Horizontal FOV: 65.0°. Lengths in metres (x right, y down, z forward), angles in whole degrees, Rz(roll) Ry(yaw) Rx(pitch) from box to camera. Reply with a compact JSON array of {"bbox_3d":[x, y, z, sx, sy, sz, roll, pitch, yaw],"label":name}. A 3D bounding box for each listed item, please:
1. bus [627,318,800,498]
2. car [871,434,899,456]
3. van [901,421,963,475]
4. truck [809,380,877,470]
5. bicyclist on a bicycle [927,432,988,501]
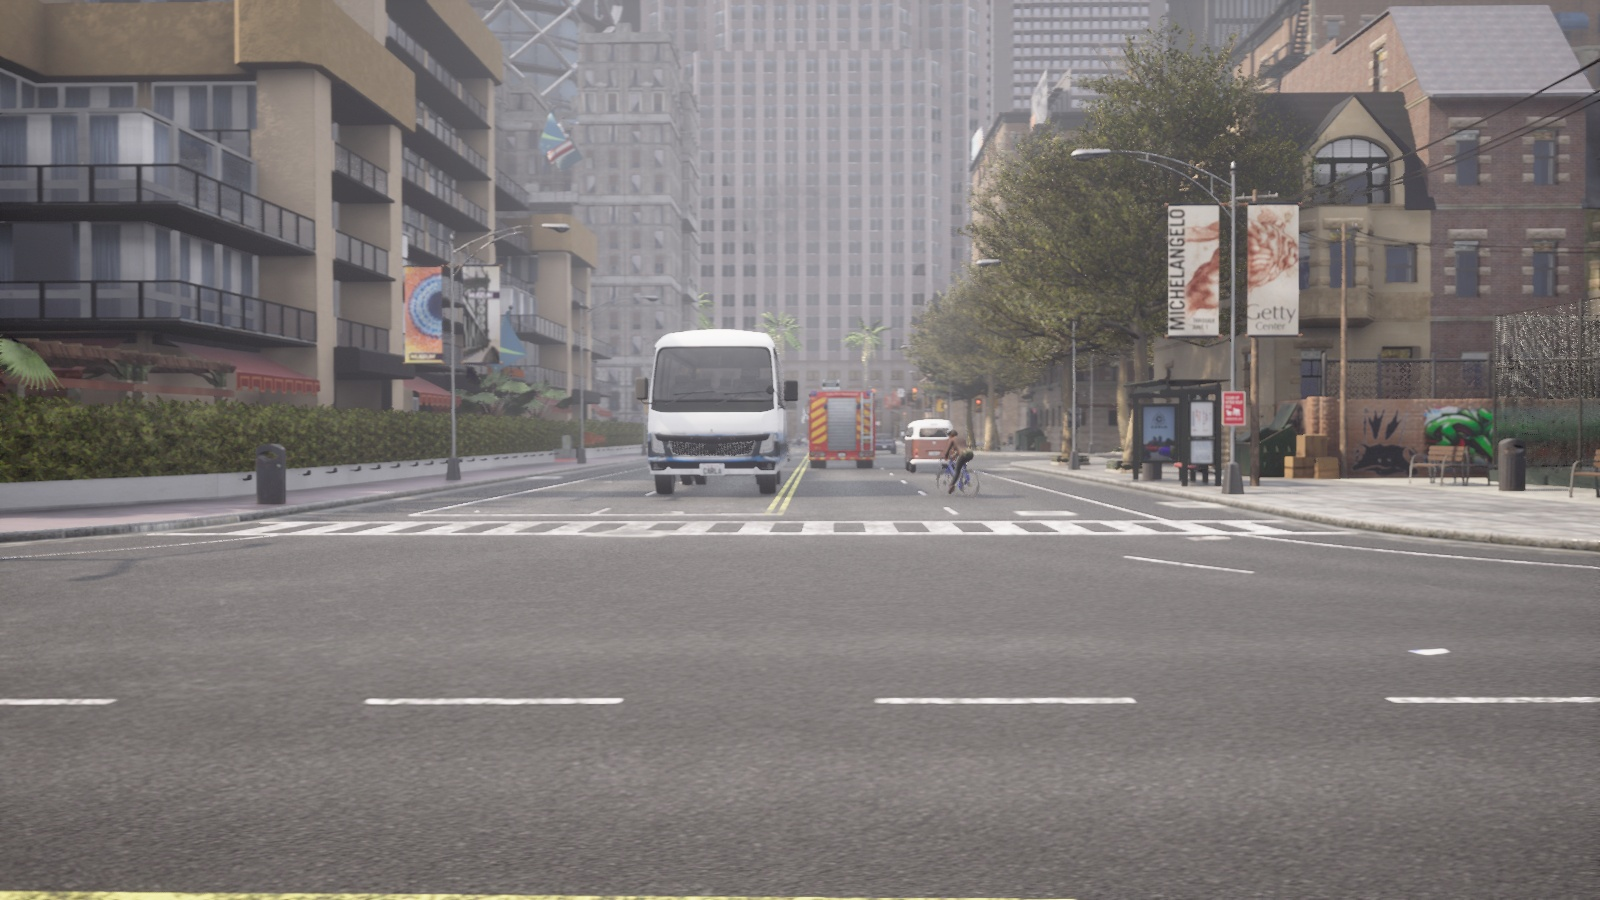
[{"bbox_3d":[-2.071,-1.043,35.028,3.944,4.253,10.273,0,0,1],"label":"bus"},{"bbox_3d":[6.070,-0.381,90.212,1.816,1.474,4.193,0,1,1],"label":"car"},{"bbox_3d":[5.132,-0.110,49.383,2.069,2.038,4.480,0,1,1],"label":"van"},{"bbox_3d":[1.917,-1.126,57.627,2.891,3.827,8.468,0,1,1],"label":"truck"},{"bbox_3d":[3.796,0.377,30.398,0.582,1.620,1.656,-1,1,-30],"label":"bicyclist on a bicycle"}]
